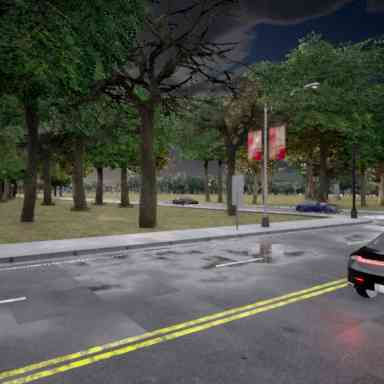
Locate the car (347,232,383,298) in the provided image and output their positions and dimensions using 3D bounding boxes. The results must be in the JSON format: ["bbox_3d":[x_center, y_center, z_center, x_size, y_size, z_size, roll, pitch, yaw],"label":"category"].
[{"bbox_3d":[5.336,1.491,7.242,4.902,1.511,2.128,0,0,-35],"label":"car"}]

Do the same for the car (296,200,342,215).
[{"bbox_3d":[12.691,1.508,33.539,1.812,1.442,4.674,0,0,-36],"label":"car"}]

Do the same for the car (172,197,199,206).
[{"bbox_3d":[-1.074,1.505,52.886,2.033,1.411,5.357,0,0,-35],"label":"car"}]
